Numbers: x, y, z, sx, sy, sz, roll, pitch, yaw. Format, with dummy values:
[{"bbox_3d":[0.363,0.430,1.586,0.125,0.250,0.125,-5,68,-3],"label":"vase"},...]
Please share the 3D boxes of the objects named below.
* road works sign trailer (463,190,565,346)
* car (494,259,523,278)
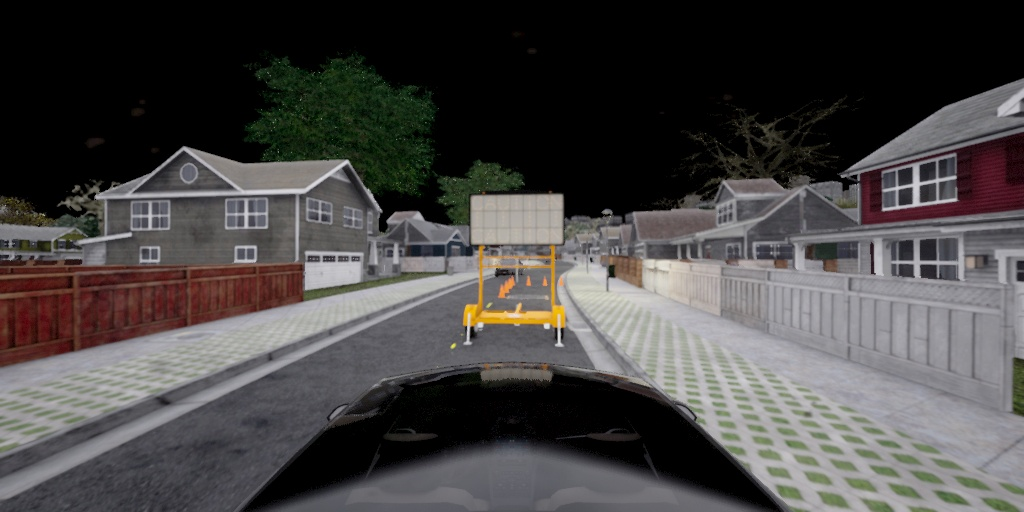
[{"bbox_3d":[0.136,0.143,9.203,2.380,3.560,2.880,0,0,5],"label":"road works sign trailer"},{"bbox_3d":[-0.183,1.013,30.228,1.837,1.490,4.892,0,1,10],"label":"car"}]
